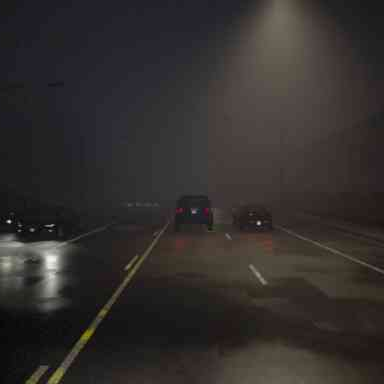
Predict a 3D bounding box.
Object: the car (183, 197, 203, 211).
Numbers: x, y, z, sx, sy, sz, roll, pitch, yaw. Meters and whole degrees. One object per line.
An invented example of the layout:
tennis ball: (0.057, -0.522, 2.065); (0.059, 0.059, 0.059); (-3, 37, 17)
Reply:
car: (0.112, 1.328, 38.437); (2.128, 1.511, 4.902); (0, 0, 0)

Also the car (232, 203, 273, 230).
car: (3.607, 1.418, 20.356); (1.837, 1.490, 4.892); (0, 0, 0)

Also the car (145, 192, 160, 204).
car: (-7.014, 0.970, 59.220); (2.150, 2.045, 5.566); (0, 0, 1)

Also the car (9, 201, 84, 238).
car: (-7.095, 1.431, 17.196); (1.837, 1.490, 4.892); (0, 0, 0)

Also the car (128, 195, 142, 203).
car: (-10.490, 1.265, 61.245); (1.812, 1.442, 4.674); (0, 0, 0)

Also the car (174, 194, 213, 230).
car: (0.107, 1.135, 20.311); (2.150, 2.045, 5.566); (0, 0, 0)

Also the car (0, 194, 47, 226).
car: (-10.593, 1.135, 20.164); (2.150, 2.045, 5.566); (0, 0, 0)
